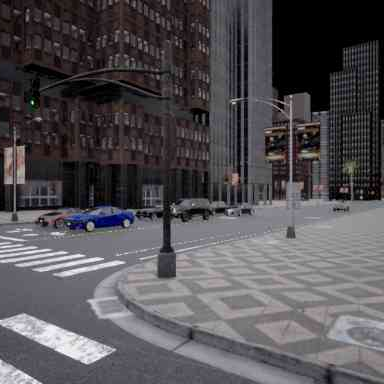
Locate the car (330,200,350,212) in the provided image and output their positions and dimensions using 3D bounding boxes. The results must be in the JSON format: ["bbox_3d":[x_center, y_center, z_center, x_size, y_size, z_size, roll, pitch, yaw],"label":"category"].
[{"bbox_3d":[24.186,2.430,53.681,2.033,1.411,5.357,0,-1,34],"label":"car"}]

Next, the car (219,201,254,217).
[{"bbox_3d":[5.610,2.026,38.945,2.128,1.511,4.902,0,-1,35],"label":"car"}]

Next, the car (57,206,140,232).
[{"bbox_3d":[-6.095,1.717,22.365,1.882,1.535,5.008,0,-1,35],"label":"car"}]

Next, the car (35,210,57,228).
[{"bbox_3d":[-8.959,1.794,23.938,1.994,1.385,4.181,0,-1,36],"label":"car"}]

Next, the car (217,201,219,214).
[{"bbox_3d":[2.540,1.872,40.237,2.097,1.767,4.553,0,-1,35],"label":"car"}]

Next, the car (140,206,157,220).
[{"bbox_3d":[-3.286,1.974,31.988,1.895,1.301,4.718,0,-1,35],"label":"car"}]

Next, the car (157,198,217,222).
[{"bbox_3d":[-0.318,1.606,30.556,2.150,2.045,5.566,0,-1,35],"label":"car"}]
